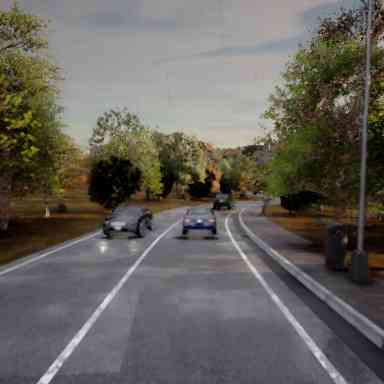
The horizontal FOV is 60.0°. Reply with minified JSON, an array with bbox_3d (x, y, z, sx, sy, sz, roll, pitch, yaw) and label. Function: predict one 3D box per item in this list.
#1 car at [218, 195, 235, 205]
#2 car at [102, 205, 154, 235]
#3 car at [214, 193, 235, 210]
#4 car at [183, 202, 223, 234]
[{"bbox_3d":[6.417,1.456,61.539,1.882,1.535,5.008,2,1,22],"label":"car"},{"bbox_3d":[-3.244,1.431,17.686,2.128,1.511,4.902,-1,-1,4],"label":"car"},{"bbox_3d":[4.187,1.223,42.792,2.150,2.045,5.566,1,0,14],"label":"car"},{"bbox_3d":[0.476,1.512,19.003,2.033,1.411,5.357,0,-1,3],"label":"car"}]
